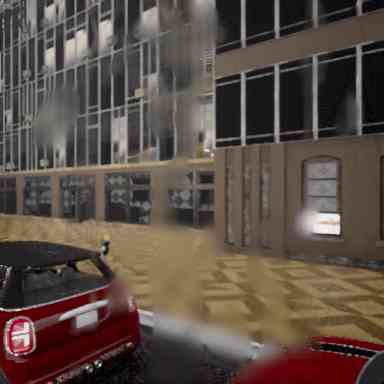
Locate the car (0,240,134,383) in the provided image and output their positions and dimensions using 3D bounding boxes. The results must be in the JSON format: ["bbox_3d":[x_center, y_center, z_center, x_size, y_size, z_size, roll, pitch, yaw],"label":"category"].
[{"bbox_3d":[-2.749,1.433,4.832,4.097,1.590,1.967,0,0,35],"label":"car"}]

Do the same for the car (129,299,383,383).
[{"bbox_3d":[1.888,1.441,1.530,4.097,1.590,1.967,0,0,35],"label":"car"}]
